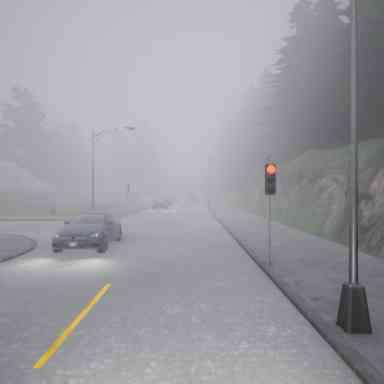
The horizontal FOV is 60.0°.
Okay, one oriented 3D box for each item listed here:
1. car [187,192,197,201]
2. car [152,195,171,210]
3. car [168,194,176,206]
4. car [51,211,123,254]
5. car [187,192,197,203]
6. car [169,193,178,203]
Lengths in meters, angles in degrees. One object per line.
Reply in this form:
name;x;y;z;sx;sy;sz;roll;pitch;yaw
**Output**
car;-0.016;1.108;78.413;2.150;2.045;5.566;0;0;0
car;-4.093;1.526;43.507;1.812;1.442;4.674;0;0;0
car;-4.099;1.477;54.914;1.882;1.535;5.008;0;0;0
car;-4.092;1.525;13.729;1.812;1.442;4.674;0;0;0
car;-0.014;1.352;68.317;2.097;1.767;4.553;0;0;0
car;-4.014;1.222;69.399;2.150;2.045;5.566;0;0;0
